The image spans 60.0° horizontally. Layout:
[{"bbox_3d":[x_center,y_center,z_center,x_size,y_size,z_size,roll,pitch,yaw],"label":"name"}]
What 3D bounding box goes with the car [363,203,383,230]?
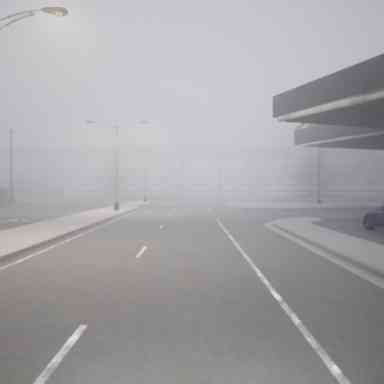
[{"bbox_3d":[9.711,1.091,15.006,2.242,1.667,4.611,0,1,0],"label":"car"}]
